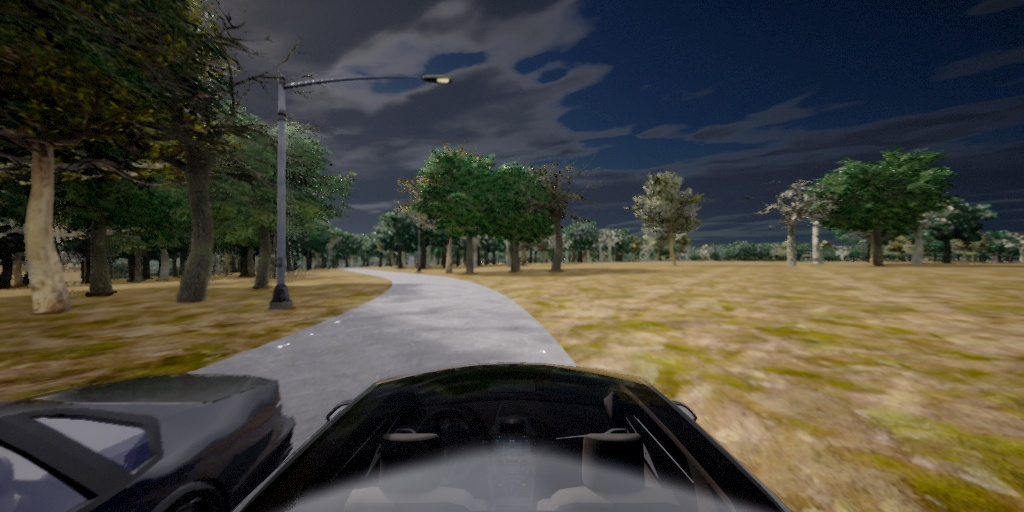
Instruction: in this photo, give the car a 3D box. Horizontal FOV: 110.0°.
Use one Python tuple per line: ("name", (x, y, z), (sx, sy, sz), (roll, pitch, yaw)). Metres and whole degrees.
("car", (-2.745, 1.295, 0.673), (2.033, 1.411, 5.357), (0, -1, 0))
